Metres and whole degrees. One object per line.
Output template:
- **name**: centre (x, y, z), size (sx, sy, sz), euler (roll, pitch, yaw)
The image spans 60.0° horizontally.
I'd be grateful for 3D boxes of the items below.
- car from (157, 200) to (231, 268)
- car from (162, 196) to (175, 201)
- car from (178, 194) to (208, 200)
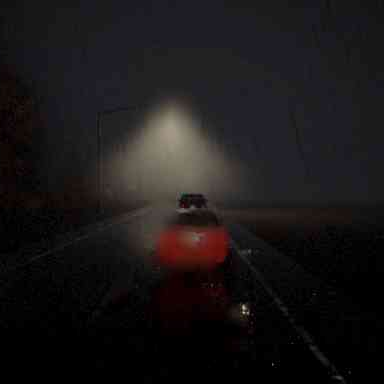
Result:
- **car**: centre (0.067, 1.312, 11.235), size (2.097, 1.767, 4.553), euler (0, 0, 0)
- **car**: centre (-3.567, 1.343, 51.638), size (1.812, 1.442, 4.674), euler (0, 0, 0)
- **car**: centre (0.065, 1.132, 25.836), size (2.150, 2.045, 5.566), euler (0, 1, 0)
